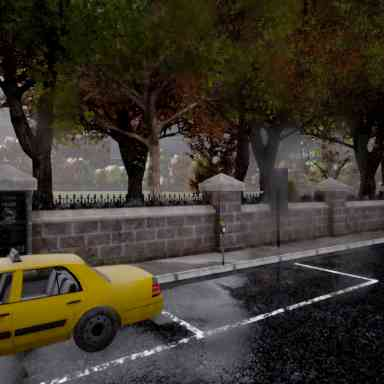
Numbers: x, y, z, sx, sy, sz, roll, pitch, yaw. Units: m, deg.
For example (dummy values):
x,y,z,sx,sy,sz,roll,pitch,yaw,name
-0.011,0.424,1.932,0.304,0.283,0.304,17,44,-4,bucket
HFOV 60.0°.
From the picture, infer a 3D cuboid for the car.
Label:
x,y,z,sx,sy,sz,roll,pitch,yaw,name
-2.749,1.525,4.598,4.829,1.417,1.752,0,0,-35,car
